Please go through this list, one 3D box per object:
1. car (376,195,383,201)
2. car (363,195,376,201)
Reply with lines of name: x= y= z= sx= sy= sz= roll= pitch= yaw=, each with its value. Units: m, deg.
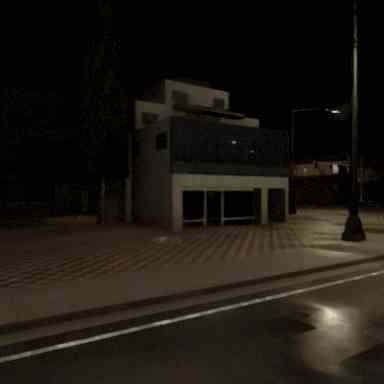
car: x=47.364 y=1.546 z=83.116 sx=2.033 sy=1.411 sz=5.357 roll=0 pitch=0 yaw=12
car: x=43.947 y=1.531 z=83.873 sx=2.128 sy=1.511 sz=4.902 roll=0 pitch=0 yaw=12
